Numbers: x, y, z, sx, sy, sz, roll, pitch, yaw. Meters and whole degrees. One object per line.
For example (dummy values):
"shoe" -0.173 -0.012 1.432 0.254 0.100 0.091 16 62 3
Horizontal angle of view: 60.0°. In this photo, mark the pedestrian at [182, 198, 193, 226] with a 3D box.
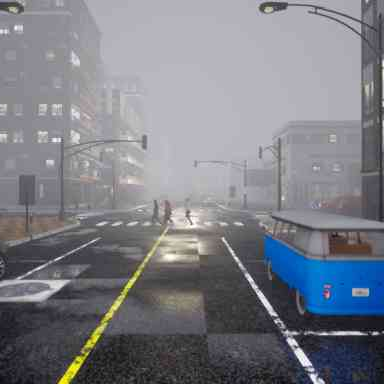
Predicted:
"pedestrian" -0.274 1.299 21.776 0.375 1.860 0.375 0 0 0

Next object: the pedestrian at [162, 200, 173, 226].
"pedestrian" -1.647 1.297 22.381 0.375 1.860 0.375 0 0 0

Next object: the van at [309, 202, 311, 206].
"van" 14.877 1.424 36.365 3.998 1.788 1.690 0 0 0

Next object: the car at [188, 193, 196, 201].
"car" -0.054 1.209 88.711 2.150 2.045 5.566 0 0 0

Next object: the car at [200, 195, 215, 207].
"car" 2.661 1.559 52.043 1.752 1.417 4.829 0 0 0

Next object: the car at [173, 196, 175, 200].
"car" -5.737 1.627 79.563 2.008 1.369 4.403 0 0 0

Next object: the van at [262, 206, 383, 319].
"van" 2.656 1.342 7.086 1.690 1.788 3.998 0 0 0

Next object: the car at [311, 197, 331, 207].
"car" 15.471 1.294 33.775 5.566 2.045 2.150 0 0 0

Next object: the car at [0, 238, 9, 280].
"car" -5.692 1.567 7.107 1.947 1.339 4.313 0 0 0

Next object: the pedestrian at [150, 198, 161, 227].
"pedestrian" -2.325 1.299 21.182 0.375 1.860 0.375 0 0 0

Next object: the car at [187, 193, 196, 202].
"car" -0.048 1.430 78.648 2.097 1.767 4.553 0 0 0

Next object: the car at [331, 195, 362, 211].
"car" 14.905 1.357 27.986 5.009 1.841 2.192 0 0 0

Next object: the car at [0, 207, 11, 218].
"car" -17.483 1.533 27.886 4.206 1.307 1.802 0 0 0

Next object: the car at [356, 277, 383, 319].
"car" 2.659 1.582 1.397 1.802 1.307 4.206 0 0 0

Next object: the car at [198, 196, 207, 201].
"car" 2.640 1.638 85.108 2.008 1.369 4.403 0 0 0

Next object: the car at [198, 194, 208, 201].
"car" 2.654 1.630 62.952 1.802 1.307 4.206 0 0 0

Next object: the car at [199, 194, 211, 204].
"car" 2.651 1.372 68.491 2.192 1.841 5.009 0 0 0

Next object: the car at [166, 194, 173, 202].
"car" -5.729 1.372 68.485 2.192 1.841 5.009 0 0 0

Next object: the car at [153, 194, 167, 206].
"car" -5.723 1.566 57.236 1.752 1.417 4.829 0 0 0

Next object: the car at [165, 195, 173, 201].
"car" -5.740 1.613 84.933 1.752 1.417 4.829 0 0 0
